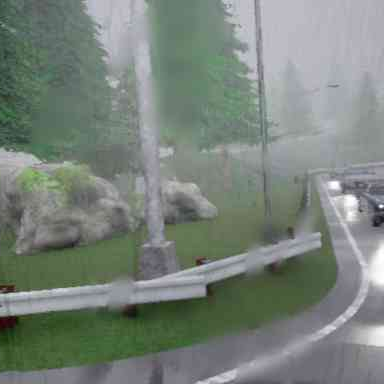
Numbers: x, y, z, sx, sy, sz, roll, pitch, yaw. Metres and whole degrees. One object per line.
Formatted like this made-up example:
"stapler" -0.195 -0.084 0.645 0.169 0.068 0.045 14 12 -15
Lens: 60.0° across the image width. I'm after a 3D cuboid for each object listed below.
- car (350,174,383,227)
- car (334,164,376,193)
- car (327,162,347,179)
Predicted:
"car" 6.802 0.252 11.292 1.895 1.301 4.718 -2 5 20
"car" 10.039 -0.763 20.269 1.994 1.385 4.181 -2 5 20
"car" 14.038 -2.081 31.766 2.128 1.511 4.902 -2 5 21
